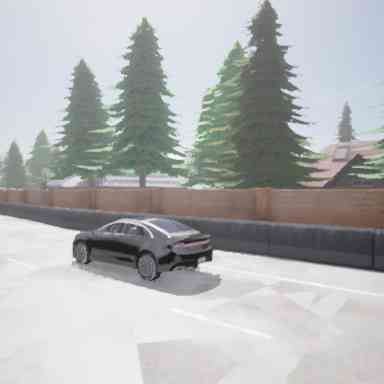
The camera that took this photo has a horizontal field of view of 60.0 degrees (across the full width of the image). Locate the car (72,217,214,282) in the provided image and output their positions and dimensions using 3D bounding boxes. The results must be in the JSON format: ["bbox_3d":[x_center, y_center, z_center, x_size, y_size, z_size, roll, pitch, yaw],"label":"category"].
[{"bbox_3d":[-1.642,1.494,9.857,4.902,1.511,2.128,0,0,39],"label":"car"}]
